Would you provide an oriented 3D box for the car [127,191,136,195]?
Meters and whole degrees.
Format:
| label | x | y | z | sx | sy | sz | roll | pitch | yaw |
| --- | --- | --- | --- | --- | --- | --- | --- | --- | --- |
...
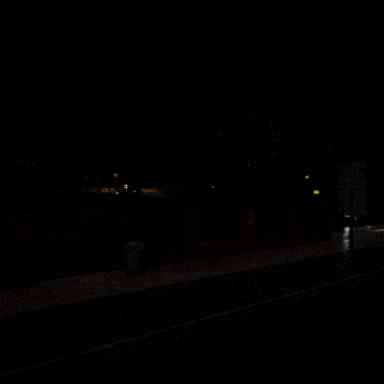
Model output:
| label | x | y | z | sx | sy | sz | roll | pitch | yaw |
| --- | --- | --- | --- | --- | --- | --- | --- | --- | --- |
| car | -8.848 | 0.577 | 52.139 | 2.033 | 1.411 | 5.357 | -2 | 2 | -35 |

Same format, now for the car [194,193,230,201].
| label | x | y | z | sx | sy | sz | roll | pitch | yaw |
| --- | --- | --- | --- | --- | --- | --- | --- | --- | --- |
| car | 1.801 | 0.897 | 31.495 | 2.097 | 1.767 | 4.553 | -2 | 2 | -35 |

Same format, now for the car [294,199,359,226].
| label | x | y | z | sx | sy | sz | roll | pitch | yaw |
| --- | --- | --- | --- | --- | --- | --- | --- | --- | --- |
| car | 8.427 | 1.284 | 21.964 | 1.837 | 1.490 | 4.892 | -2 | 2 | -36 |

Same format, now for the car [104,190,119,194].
| label | x | y | z | sx | sy | sz | roll | pitch | yaw |
| --- | --- | --- | --- | --- | --- | --- | --- | --- | --- |
| car | -14.880 | 0.324 | 60.855 | 2.128 | 1.511 | 4.902 | -2 | 2 | -35 |

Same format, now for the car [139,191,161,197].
| label | x | y | z | sx | sy | sz | roll | pitch | yaw |
| --- | --- | --- | --- | --- | --- | --- | --- | --- | --- |
| car | -4.813 | 0.840 | 41.124 | 1.812 | 1.442 | 4.674 | -2 | 2 | -35 |
